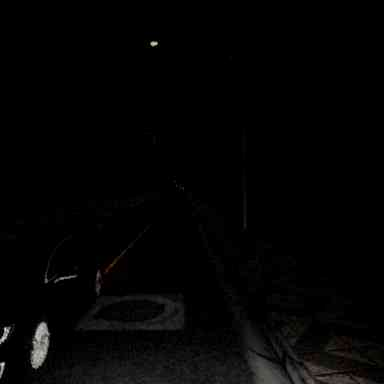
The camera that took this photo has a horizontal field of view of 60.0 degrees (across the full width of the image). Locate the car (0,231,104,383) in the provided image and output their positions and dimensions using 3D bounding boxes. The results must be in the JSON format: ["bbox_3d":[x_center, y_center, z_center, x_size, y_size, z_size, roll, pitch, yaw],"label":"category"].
[{"bbox_3d":[-2.823,1.500,5.574,1.837,1.490,4.892,0,0,-2],"label":"car"}]

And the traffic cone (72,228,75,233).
[{"bbox_3d":[-5.270,1.918,14.795,0.340,0.580,0.340,0,0,-2],"label":"traffic cone"}]

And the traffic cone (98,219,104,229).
[{"bbox_3d":[-5.404,1.889,19.794,0.340,0.580,0.340,0,0,-2],"label":"traffic cone"}]
